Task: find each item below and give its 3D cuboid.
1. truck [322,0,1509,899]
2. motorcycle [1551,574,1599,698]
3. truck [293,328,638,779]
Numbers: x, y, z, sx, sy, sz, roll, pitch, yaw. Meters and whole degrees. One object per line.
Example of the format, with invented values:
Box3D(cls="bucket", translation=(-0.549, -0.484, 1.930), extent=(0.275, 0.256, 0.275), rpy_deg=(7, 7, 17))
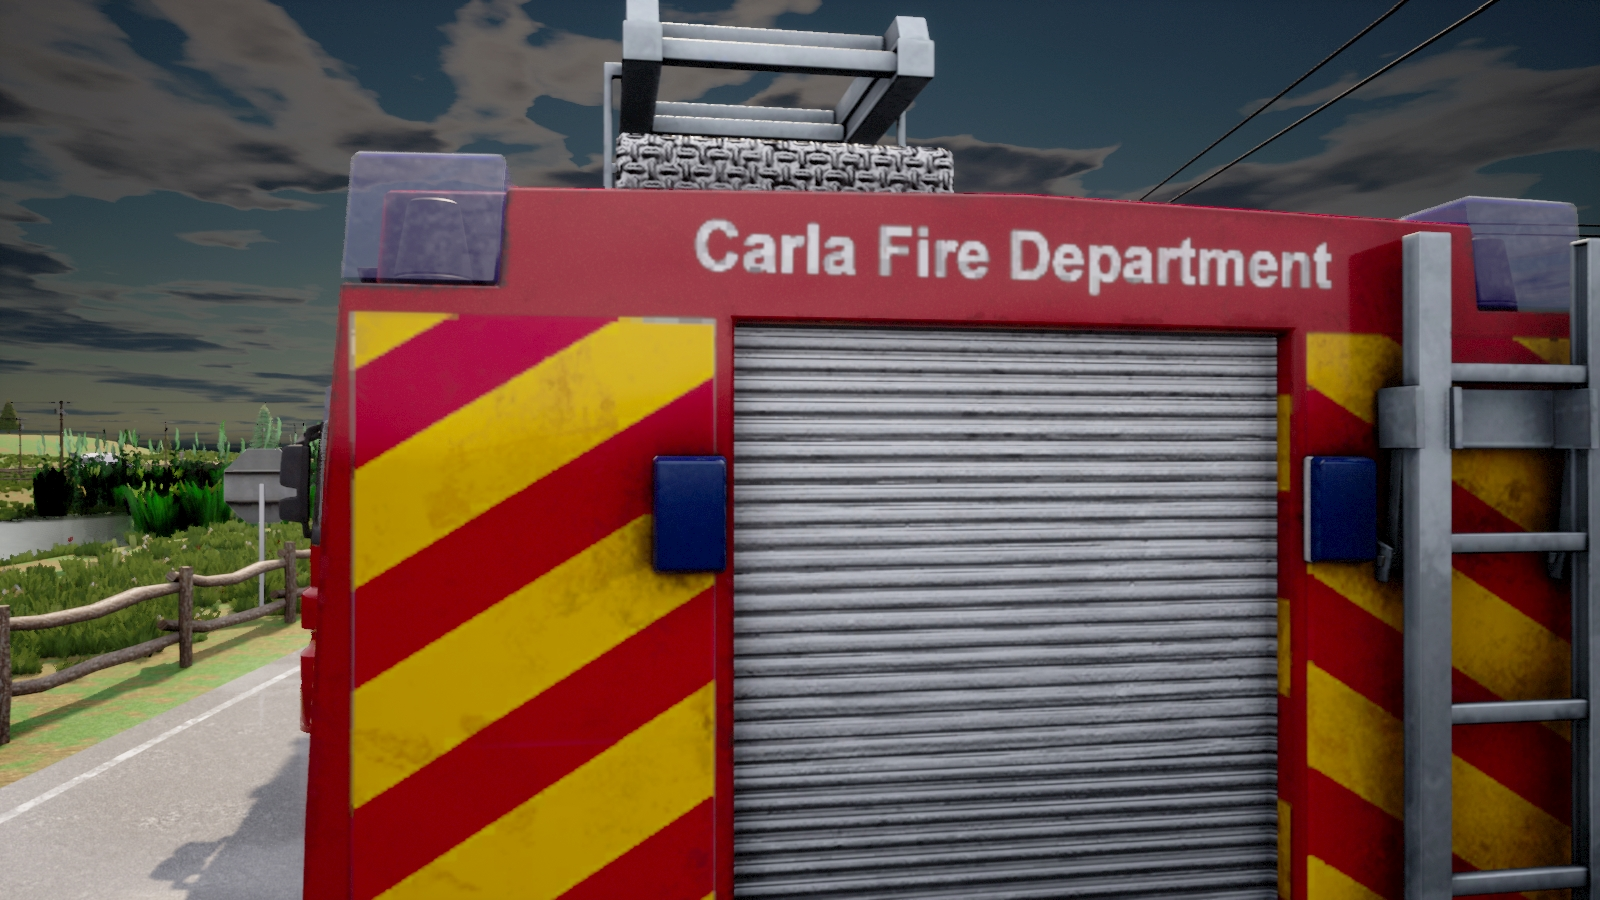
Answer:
Box3D(cls="truck", translation=(-0.316, 0.864, 6.871), extent=(2.891, 3.827, 8.468), rpy_deg=(0, 0, -10))
Box3D(cls="motorcycle", translation=(9.881, 2.142, 13.271), extent=(1.805, 1.316, 0.856), rpy_deg=(0, 0, -6))
Box3D(cls="truck", translation=(-3.817, 0.862, 14.120), extent=(2.891, 3.827, 8.468), rpy_deg=(0, 0, -13))
